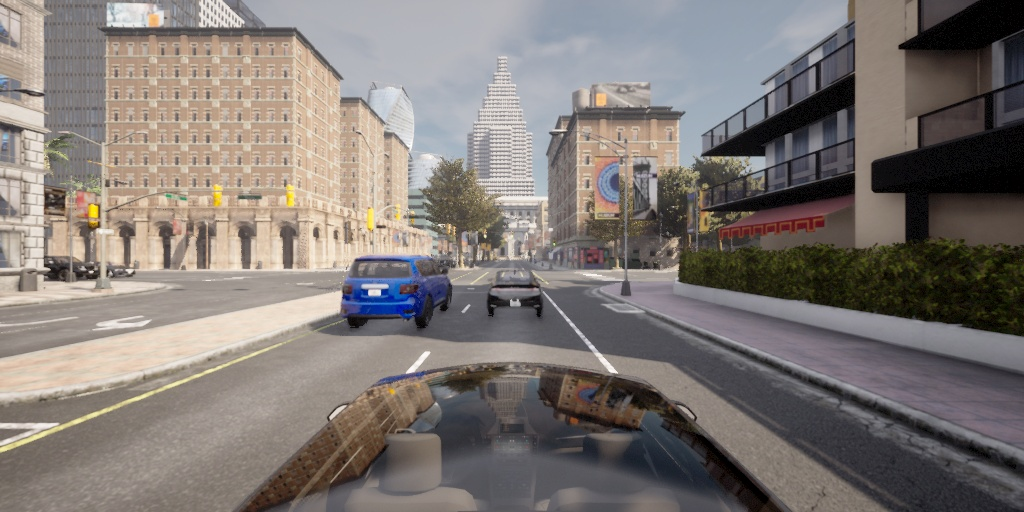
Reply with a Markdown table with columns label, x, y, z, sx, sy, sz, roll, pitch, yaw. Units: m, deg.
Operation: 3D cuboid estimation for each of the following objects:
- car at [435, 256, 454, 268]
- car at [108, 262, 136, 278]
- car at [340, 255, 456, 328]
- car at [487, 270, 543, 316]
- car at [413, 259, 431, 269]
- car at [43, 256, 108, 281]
| label | x | y | z | sx | sy | sz | roll | pitch | yaw |
| --- | --- | --- | --- | --- | --- | --- | --- | --- | --- |
| car | -11.539 | 1.023 | 61.729 | 2.150 | 2.045 | 5.566 | 0 | 0 | 0 |
| car | -38.291 | 1.269 | 33.655 | 4.902 | 1.511 | 2.128 | 0 | 0 | 0 |
| car | -3.406 | 0.983 | 11.575 | 2.150 | 2.045 | 5.566 | 0 | 0 | 0 |
| car | 0.102 | 1.253 | 13.436 | 2.128 | 1.511 | 4.902 | 0 | 0 | 0 |
| car | -15.041 | 1.305 | 60.300 | 1.837 | 1.490 | 4.892 | 0 | 0 | 0 |
| car | -38.138 | 0.996 | 30.136 | 5.566 | 2.045 | 2.150 | 0 | 0 | 0 |
